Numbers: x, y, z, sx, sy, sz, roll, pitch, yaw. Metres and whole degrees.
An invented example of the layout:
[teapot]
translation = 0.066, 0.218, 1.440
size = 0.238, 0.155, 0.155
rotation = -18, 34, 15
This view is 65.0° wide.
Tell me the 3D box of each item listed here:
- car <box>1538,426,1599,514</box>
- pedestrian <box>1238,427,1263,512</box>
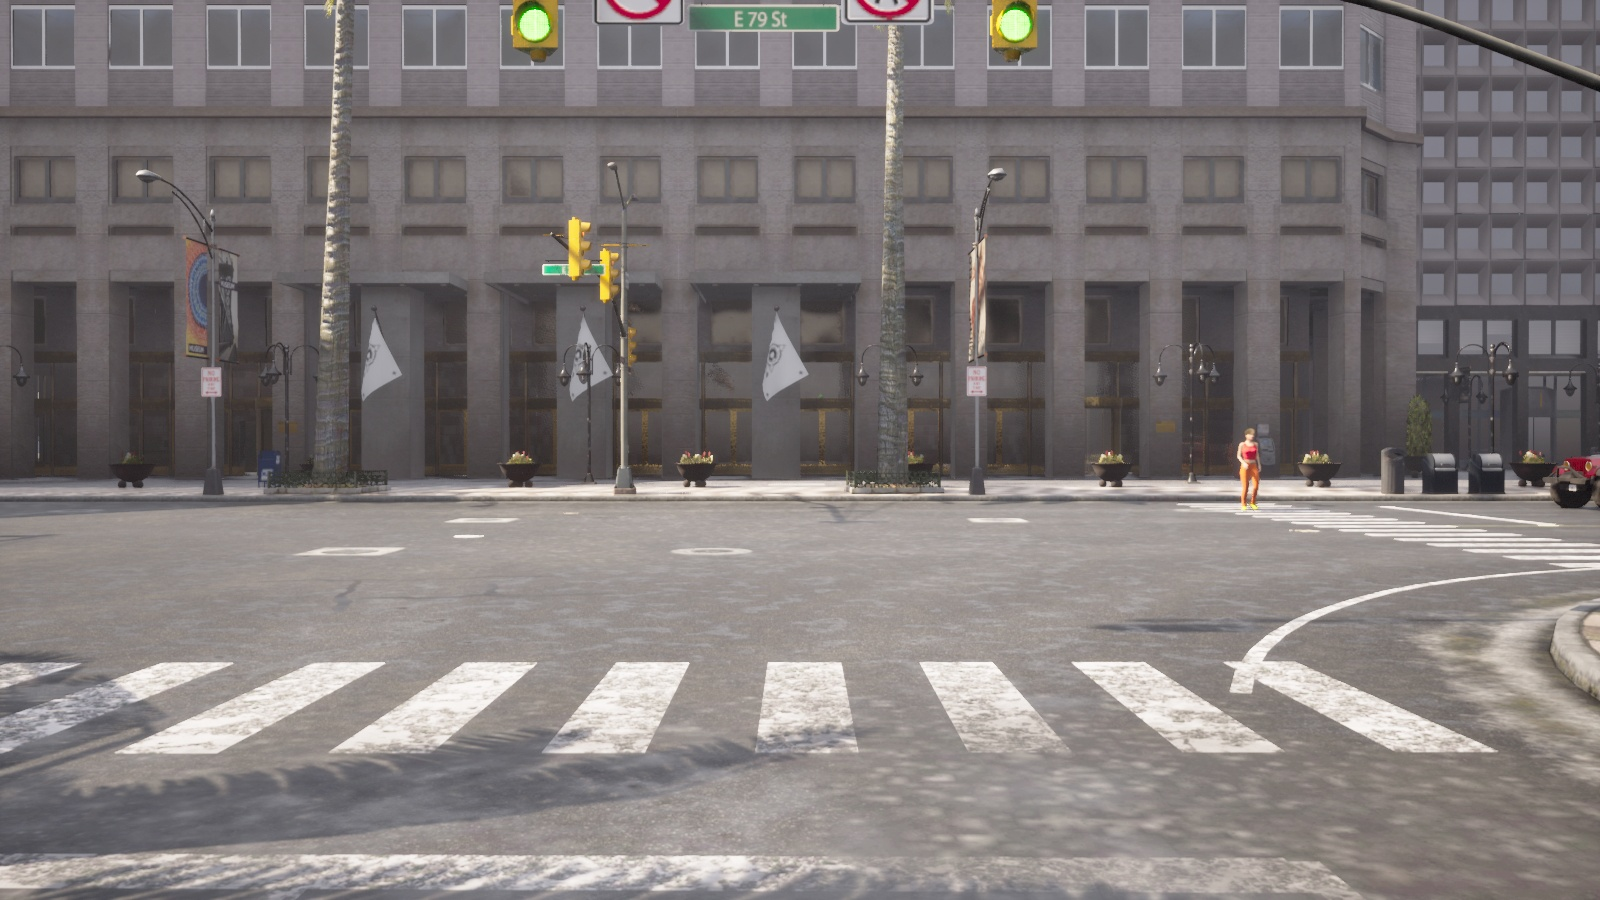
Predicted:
[car]
translation = 18.785, 0.416, 27.697
size = 3.866, 1.878, 1.905
rotation = 0, 0, 1
[pedestrian]
translation = 9.837, 0.421, 27.441
size = 0.345, 1.836, 0.594
rotation = 0, 0, 1
